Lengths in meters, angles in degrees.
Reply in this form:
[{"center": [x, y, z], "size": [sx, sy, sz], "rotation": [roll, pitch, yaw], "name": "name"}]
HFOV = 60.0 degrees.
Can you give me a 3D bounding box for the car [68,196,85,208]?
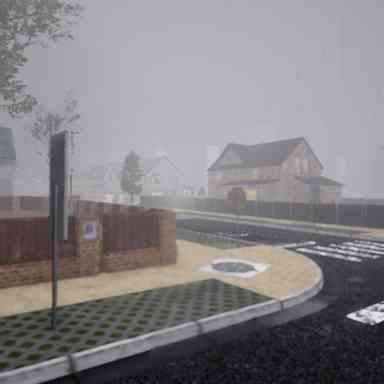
[{"center": [-14.018, 1.162, 39.898], "size": [1.812, 1.442, 4.674], "rotation": [1, 0, -35], "name": "car"}]
